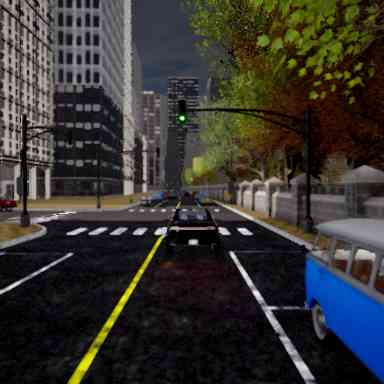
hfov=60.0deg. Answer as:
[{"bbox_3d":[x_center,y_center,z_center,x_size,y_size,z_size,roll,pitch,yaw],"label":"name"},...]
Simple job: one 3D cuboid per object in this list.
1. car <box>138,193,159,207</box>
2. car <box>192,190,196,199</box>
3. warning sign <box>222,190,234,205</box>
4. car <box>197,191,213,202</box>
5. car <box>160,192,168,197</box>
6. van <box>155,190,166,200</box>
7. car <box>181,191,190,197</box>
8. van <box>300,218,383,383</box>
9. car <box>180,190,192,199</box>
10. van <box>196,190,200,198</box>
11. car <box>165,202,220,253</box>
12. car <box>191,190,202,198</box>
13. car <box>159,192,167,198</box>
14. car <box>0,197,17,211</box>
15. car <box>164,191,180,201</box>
[{"bbox_3d":[-5.668,1.108,41.385,2.008,1.369,4.403,0,1,-1],"label":"car"},{"bbox_3d":[1.462,0.771,69.611,1.752,1.417,4.829,0,1,-2],"label":"car"},{"bbox_3d":[4.579,0.665,42.190,1.300,1.860,1.060,0,1,-1],"label":"warning sign"},{"bbox_3d":[2.087,1.017,47.443,1.752,1.417,4.829,0,1,-1],"label":"car"},{"bbox_3d":[-7.185,0.642,85.734,1.802,1.307,4.206,0,1,-2],"label":"car"},{"bbox_3d":[-6.371,0.653,63.555,1.690,1.788,3.998,0,1,-2],"label":"van"},{"bbox_3d":[-1.572,0.474,82.185,2.033,1.411,5.357,0,1,-2],"label":"car"},{"bbox_3d":[2.571,1.301,3.726,1.690,1.788,3.998,0,1,0],"label":"van"},{"bbox_3d":[-1.192,0.732,72.180,1.812,1.442,4.674,0,1,-2],"label":"car"},{"bbox_3d":[1.959,0.774,52.814,1.690,1.788,3.998,0,1,-1],"label":"van"},{"bbox_3d":[-0.016,1.354,12.968,2.128,1.511,4.902,0,1,-1],"label":"car"},{"bbox_3d":[1.062,0.436,80.528,2.192,1.841,5.009,0,1,-2],"label":"car"},{"bbox_3d":[-6.956,0.669,80.189,1.887,1.381,4.507,0,1,-2],"label":"car"},{"bbox_3d":[-18.101,1.060,30.174,4.206,1.307,1.802,1,0,4],"label":"car"},{"bbox_3d":[-3.607,0.948,60.426,1.895,1.301,4.718,0,1,-1],"label":"car"}]
